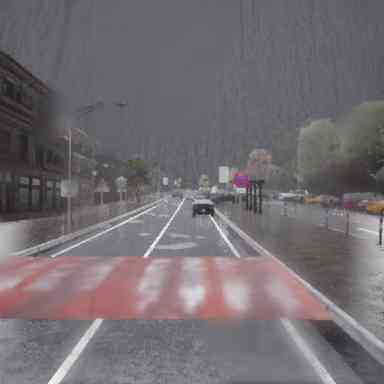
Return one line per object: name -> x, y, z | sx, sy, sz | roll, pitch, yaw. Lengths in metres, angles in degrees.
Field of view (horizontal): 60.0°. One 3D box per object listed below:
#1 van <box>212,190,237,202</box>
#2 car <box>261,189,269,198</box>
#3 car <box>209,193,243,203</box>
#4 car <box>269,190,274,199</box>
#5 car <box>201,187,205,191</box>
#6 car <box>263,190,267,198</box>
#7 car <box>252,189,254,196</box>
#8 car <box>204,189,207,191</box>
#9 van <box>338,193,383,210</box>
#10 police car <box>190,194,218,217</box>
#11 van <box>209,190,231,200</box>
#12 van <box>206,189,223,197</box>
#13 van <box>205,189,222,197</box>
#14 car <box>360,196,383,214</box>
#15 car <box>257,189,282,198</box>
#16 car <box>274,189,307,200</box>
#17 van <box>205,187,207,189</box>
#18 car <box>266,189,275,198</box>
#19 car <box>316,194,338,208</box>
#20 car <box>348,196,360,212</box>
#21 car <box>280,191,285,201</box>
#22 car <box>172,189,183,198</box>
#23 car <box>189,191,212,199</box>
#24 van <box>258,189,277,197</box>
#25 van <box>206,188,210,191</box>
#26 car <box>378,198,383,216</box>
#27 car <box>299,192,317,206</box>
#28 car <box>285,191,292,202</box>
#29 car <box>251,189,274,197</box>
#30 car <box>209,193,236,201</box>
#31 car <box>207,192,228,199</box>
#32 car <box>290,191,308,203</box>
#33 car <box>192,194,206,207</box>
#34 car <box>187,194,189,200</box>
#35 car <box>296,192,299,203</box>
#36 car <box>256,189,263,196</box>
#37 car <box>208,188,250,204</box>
van -> 5.840, 0.717, 60.596 | 4.442, 1.987, 1.878 | 0, 1, 0
car -> 18.812, 0.728, 75.287 | 4.792, 1.488, 2.163 | 0, 1, 0
car -> 5.546, 1.024, 54.993 | 5.366, 1.575, 1.946 | 0, 1, 0
car -> 18.789, 0.847, 66.956 | 5.008, 1.535, 2.097 | 0, 1, 0
car -> 5.665, 0.282, 83.024 | 5.566, 2.045, 2.435 | 0, 1, 0
car -> 18.757, 0.784, 72.505 | 4.792, 1.488, 2.163 | 0, 1, 0
car -> 18.954, 0.455, 86.387 | 5.366, 1.575, 1.946 | 0, 1, 0
car -> 5.707, 0.655, 77.423 | 4.892, 1.521, 2.231 | 0, 1, 0
van -> 18.953, 1.079, 36.424 | 4.442, 1.987, 1.878 | 0, 1, 0
police car -> 0.975, 1.315, 30.578 | 1.930, 1.638, 5.238 | 0, 1, 0
van -> 5.828, 0.586, 69.007 | 4.442, 1.987, 1.878 | 0, 1, 0
van -> 5.805, 0.243, 85.829 | 4.442, 1.987, 1.878 | 0, 1, 0
van -> 5.802, 0.180, 88.631 | 4.442, 1.987, 1.878 | 0, 1, 0
car -> 18.839, 1.388, 30.875 | 5.008, 1.535, 2.097 | 0, 1, 0
car -> 18.804, 0.333, 80.832 | 5.566, 2.045, 2.435 | 0, 1, 0
car -> 18.773, 0.681, 61.400 | 5.566, 2.045, 2.435 | 0, 1, 0
van -> 5.813, 0.371, 80.225 | 4.442, 1.987, 1.878 | 0, 1, 0
car -> 18.975, 0.797, 69.733 | 5.366, 1.575, 1.946 | 0, 1, 0
car -> 18.800, 1.252, 41.977 | 4.792, 1.488, 2.163 | 0, 1, 0
car -> 18.837, 1.387, 33.653 | 4.674, 1.452, 2.002 | 0, 1, 0
car -> 18.811, 0.973, 58.629 | 5.008, 1.535, 2.097 | 0, 1, 0
car -> -3.251, 0.362, 75.878 | 2.150, 2.045, 5.566 | 0, 1, 0
car -> 0.974, 1.110, 40.446 | 2.097, 1.767, 4.553 | 0, 1, 0
van -> 18.888, 0.295, 83.608 | 4.442, 1.987, 1.878 | 0, 1, 0
van -> 5.599, 0.632, 66.205 | 4.442, 1.987, 1.878 | 0, 1, 0
car -> 18.845, 1.471, 28.101 | 4.674, 1.452, 2.002 | 0, 1, 0
car -> 18.635, 1.136, 47.527 | 5.366, 1.575, 1.946 | 0, 1, 0
car -> 18.815, 1.015, 55.853 | 5.008, 1.535, 2.097 | 0, 1, 0
car -> 18.793, 0.143, 89.157 | 5.566, 2.045, 2.435 | 0, 1, 0
car -> 5.714, 0.901, 63.402 | 5.008, 1.535, 2.097 | 0, 1, 0
car -> 5.702, 0.751, 74.621 | 4.674, 1.452, 2.002 | 0, 1, 0
car -> 18.820, 1.057, 53.077 | 4.892, 1.521, 2.231 | 0, 1, 0
car -> 0.975, 1.121, 46.675 | 1.801, 1.575, 5.366 | 0, 1, 0
car -> -0.001, 0.977, 65.719 | 1.895, 1.301, 4.718 | 0, 1, 0
car -> 18.846, 1.127, 50.303 | 4.792, 1.488, 2.163 | 0, 1, 0
car -> 18.751, 0.391, 78.056 | 5.566, 2.045, 2.435 | 0, 1, 0
car -> 5.707, 0.817, 52.186 | 5.566, 2.045, 2.435 | 0, 1, 0
